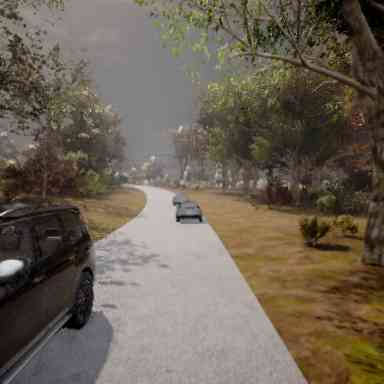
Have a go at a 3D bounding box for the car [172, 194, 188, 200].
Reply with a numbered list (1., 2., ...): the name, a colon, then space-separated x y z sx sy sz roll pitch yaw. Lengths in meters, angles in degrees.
1. car: -1.420 0.879 40.924 1.994 1.385 4.181 0 3 -5

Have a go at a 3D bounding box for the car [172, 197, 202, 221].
1. car: -0.286 1.390 25.589 1.994 1.385 4.181 -1 1 -2

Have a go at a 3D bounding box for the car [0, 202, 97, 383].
1. car: -2.824 1.192 3.977 2.150 2.045 5.566 1 0 0
